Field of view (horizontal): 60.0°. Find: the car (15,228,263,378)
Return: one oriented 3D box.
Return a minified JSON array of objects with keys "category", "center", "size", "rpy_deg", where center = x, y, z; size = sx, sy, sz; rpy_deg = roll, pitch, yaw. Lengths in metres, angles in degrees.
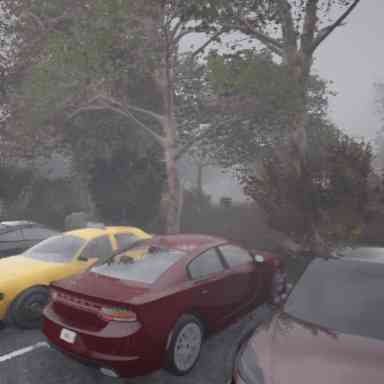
[{"category":"car","center":[0.020,1.479,5.794],"size":[2.097,1.535,5.008],"rpy_deg":[0,0,36]}]

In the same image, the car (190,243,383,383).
[{"category":"car","center":[2.274,1.510,4.157],"size":[2.163,1.488,4.792],"rpy_deg":[0,0,36]}]

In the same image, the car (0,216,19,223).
[{"category":"car","center":[-4.513,1.517,9.033],"size":[2.002,1.452,4.674],"rpy_deg":[0,0,36]}]

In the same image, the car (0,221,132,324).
[{"category":"car","center":[-2.352,1.475,7.266],"size":[1.946,1.575,5.366],"rpy_deg":[0,0,36]}]

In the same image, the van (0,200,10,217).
[{"category":"van","center":[-8.978,1.249,12.368],"size":[1.878,1.987,4.442],"rpy_deg":[0,0,36]}]
